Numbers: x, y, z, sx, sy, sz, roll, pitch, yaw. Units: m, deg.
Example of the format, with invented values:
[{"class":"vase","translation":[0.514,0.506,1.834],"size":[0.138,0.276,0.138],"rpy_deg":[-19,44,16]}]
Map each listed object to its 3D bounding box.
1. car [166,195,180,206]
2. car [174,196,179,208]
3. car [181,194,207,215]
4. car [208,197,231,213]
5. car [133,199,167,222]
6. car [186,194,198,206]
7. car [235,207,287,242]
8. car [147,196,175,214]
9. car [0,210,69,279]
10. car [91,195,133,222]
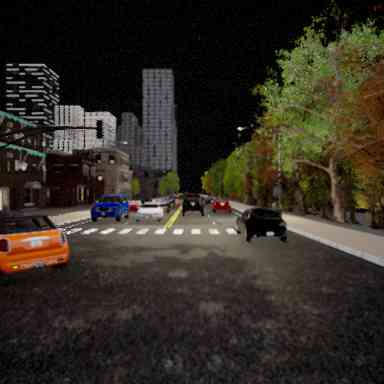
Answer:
[{"class":"car","translation":[-3.256,1.453,56.772],"size":[2.097,1.767,4.553],"rpy_deg":[0,0,0]},{"class":"car","translation":[-3.254,1.575,46.486],"size":[2.128,1.511,4.902],"rpy_deg":[0,0,0]},{"class":"car","translation":[0.098,1.284,34.326],"size":[2.150,2.045,5.566],"rpy_deg":[0,0,0]},{"class":"car","translation":[3.347,1.422,38.830],"size":[2.097,1.767,4.553],"rpy_deg":[0,0,0]},{"class":"car","translation":[-3.347,1.576,27.179],"size":[1.812,1.442,4.674],"rpy_deg":[0,0,0]},{"class":"car","translation":[0.004,1.328,58.357],"size":[2.150,2.045,5.566],"rpy_deg":[0,0,0]},{"class":"car","translation":[3.349,1.537,16.646],"size":[1.837,1.490,4.892],"rpy_deg":[0,0,0]},{"class":"car","translation":[-3.328,1.558,36.400],"size":[2.128,1.511,4.902],"rpy_deg":[0,0,0]},{"class":"car","translation":[-5.751,1.372,10.019],"size":[4.553,1.767,2.097],"rpy_deg":[0,0,38]},{"class":"car","translation":[-6.594,1.273,27.524],"size":[2.150,2.045,5.566],"rpy_deg":[0,0,0]}]
